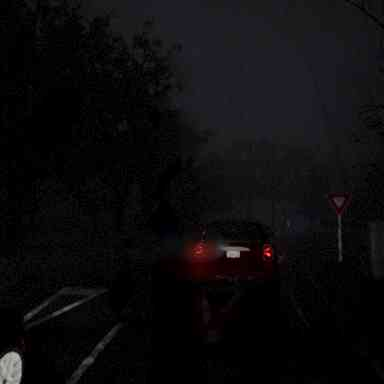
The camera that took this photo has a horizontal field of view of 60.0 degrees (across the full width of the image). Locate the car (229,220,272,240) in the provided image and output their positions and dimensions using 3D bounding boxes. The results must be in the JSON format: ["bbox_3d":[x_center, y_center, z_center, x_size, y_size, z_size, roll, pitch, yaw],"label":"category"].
[{"bbox_3d":[4.613,2.852,25.481,1.895,1.301,4.718,-2,-4,27],"label":"car"}]

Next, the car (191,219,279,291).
[{"bbox_3d":[1.343,1.572,9.805,2.097,1.767,4.553,0,-3,10],"label":"car"}]

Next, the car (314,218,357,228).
[{"bbox_3d":[19.440,4.159,44.976,5.357,1.411,2.033,1,-4,-1],"label":"car"}]

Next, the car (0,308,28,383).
[{"bbox_3d":[-2.841,1.486,1.783,1.882,1.535,5.008,0,0,2],"label":"car"}]
